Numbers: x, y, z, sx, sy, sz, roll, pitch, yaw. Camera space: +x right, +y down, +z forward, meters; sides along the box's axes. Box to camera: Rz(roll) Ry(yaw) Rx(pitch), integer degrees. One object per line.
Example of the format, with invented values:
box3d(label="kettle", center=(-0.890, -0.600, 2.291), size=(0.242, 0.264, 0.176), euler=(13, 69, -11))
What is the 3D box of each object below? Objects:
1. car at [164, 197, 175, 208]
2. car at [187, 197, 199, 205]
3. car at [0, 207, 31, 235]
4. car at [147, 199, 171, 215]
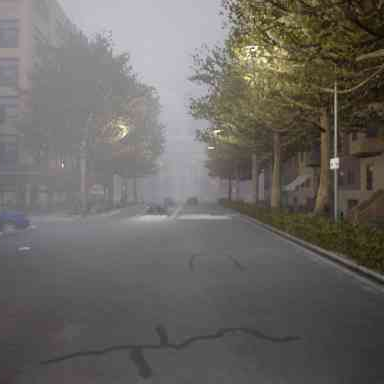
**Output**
box3d(label="car", center=(-3.593, 1.594, 50.176), size=(1.837, 1.490, 4.892), euler=(0, -1, 0))
box3d(label="car", center=(0.220, 1.611, 61.363), size=(1.837, 1.490, 4.892), euler=(-1, 0, 5))
box3d(label="car", center=(-11.371, 1.509, 17.783), size=(5.008, 1.535, 1.882), euler=(0, 1, -25))
box3d(label="car", center=(-3.617, 1.662, 35.104), size=(1.895, 1.301, 4.718), euler=(0, 0, 0))
